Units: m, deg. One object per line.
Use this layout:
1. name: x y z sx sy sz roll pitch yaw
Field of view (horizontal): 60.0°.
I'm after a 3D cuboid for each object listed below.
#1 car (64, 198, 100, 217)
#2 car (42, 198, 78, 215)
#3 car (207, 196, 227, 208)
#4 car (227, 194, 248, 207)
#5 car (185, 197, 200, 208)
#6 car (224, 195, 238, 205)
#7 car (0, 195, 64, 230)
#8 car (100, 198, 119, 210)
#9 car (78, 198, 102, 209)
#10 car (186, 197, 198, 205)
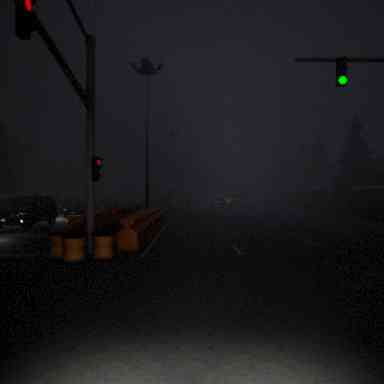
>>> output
1. car: -10.591 1.550 31.761 1.812 1.442 4.674 0 0 0
2. car: -14.080 1.505 35.716 1.882 1.535 5.008 0 0 0
3. car: 3.606 1.542 48.523 1.837 1.490 4.892 0 0 0
4. car: 7.098 1.260 50.523 2.150 2.045 5.566 0 0 0
5. car: 0.106 1.542 48.817 1.837 1.490 4.892 0 0 0
6. car: 7.009 1.398 60.885 2.097 1.767 4.553 0 0 1
7. car: -10.609 1.239 21.461 2.150 2.045 5.566 0 0 0
8. car: -10.556 1.522 41.888 2.128 1.511 4.902 0 0 0
9. car: -14.024 1.560 45.911 1.812 1.442 4.674 0 0 1
10. car: 0.008 1.608 58.889 1.994 1.385 4.181 0 0 0
